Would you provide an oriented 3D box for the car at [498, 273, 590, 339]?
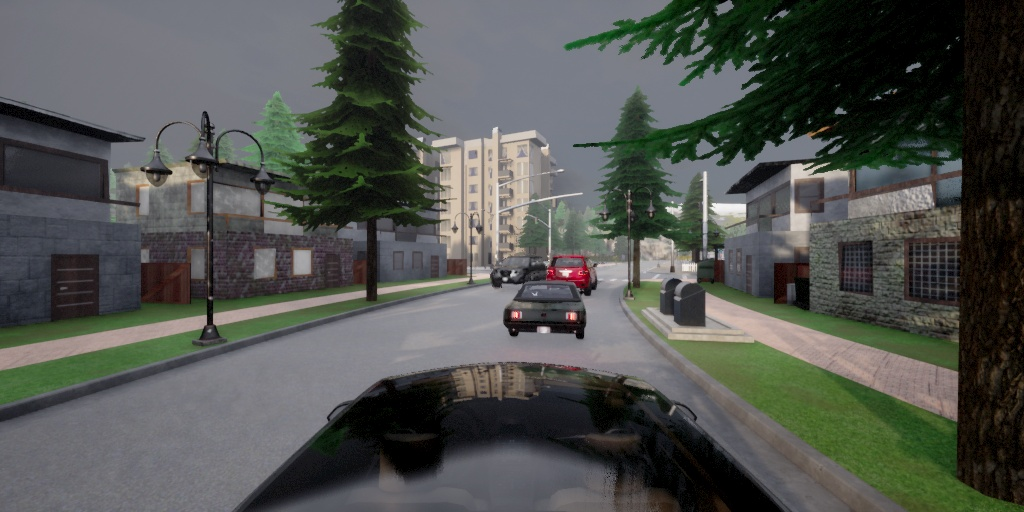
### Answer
[{"bbox_3d":[1.073,1.351,10.135,1.895,1.301,4.718,0,0,9],"label":"car"}]

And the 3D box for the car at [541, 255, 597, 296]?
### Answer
[{"bbox_3d":[3.369,0.971,19.631,2.150,2.045,5.566,0,0,18],"label":"car"}]

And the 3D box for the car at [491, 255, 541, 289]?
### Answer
[{"bbox_3d":[0.584,0.973,22.850,2.150,2.045,5.566,0,0,21],"label":"car"}]
